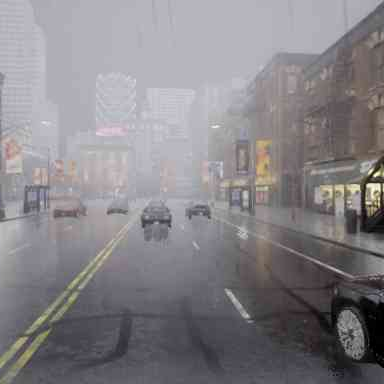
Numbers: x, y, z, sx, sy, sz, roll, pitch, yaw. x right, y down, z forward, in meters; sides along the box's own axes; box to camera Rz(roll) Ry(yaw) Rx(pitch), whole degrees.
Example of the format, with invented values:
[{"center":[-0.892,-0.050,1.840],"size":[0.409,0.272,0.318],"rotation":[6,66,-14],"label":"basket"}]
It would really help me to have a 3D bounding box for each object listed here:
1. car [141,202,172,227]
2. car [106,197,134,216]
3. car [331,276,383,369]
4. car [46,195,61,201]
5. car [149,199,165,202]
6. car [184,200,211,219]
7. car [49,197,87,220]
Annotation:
[{"center":[-2.407,1.590,22.550],"size":[1.895,1.301,4.718],"rotation":[0,0,-6],"label":"car"},{"center":[-7.217,1.532,32.940],"size":[2.033,1.411,5.357],"rotation":[0,0,-6],"label":"car"},{"center":[3.142,1.489,3.020],"size":[2.128,1.511,4.902],"rotation":[0,0,-6],"label":"car"},{"center":[-34.816,1.482,84.133],"size":[4.674,1.452,2.002],"rotation":[0,0,14],"label":"car"},{"center":[-4.176,1.546,39.308],"size":[1.994,1.385,4.181],"rotation":[0,0,-7],"label":"car"},{"center":[0.447,1.491,28.926],"size":[1.837,1.490,4.892],"rotation":[0,0,-6],"label":"car"},{"center":[-10.249,1.465,28.299],"size":[1.882,1.535,5.008],"rotation":[0,0,-6],"label":"car"}]
